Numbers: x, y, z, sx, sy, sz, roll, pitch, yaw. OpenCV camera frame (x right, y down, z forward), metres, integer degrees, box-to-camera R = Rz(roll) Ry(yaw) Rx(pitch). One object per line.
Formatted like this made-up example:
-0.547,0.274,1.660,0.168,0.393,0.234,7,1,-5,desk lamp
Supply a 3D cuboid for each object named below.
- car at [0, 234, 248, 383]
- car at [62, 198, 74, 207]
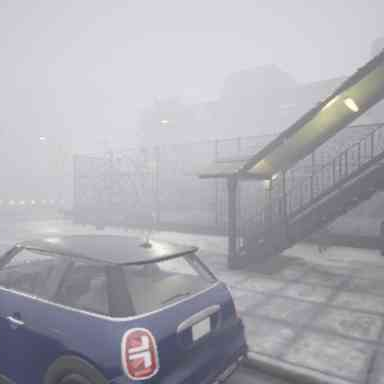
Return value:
-1.646,1.359,4.477,4.553,1.767,2.185,0,0,35,car
-17.836,1.545,51.933,2.128,1.511,4.902,0,0,35,car
